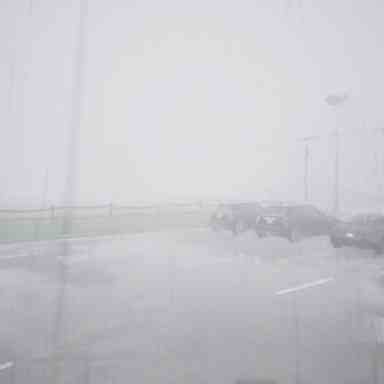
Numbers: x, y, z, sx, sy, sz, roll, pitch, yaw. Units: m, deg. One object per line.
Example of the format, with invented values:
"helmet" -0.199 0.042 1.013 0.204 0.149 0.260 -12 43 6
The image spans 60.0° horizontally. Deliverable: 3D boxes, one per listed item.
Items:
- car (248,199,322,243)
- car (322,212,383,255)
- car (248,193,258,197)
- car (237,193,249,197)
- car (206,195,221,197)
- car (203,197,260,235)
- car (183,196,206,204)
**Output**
"car" 5.239 1.346 16.152 4.553 1.767 2.097 0 0 -35
"car" 7.484 1.559 13.453 4.181 1.385 1.994 0 0 -35
"car" 11.898 1.206 70.874 2.150 2.045 5.566 0 0 -36
"car" 9.067 1.535 68.816 1.994 1.385 4.181 0 0 -36
"car" 3.015 1.549 65.183 1.994 1.385 4.181 0 0 -35
"car" 3.206 1.346 19.002 4.553 1.767 2.097 0 0 -35
"car" -0.034 1.513 63.411 1.812 1.442 4.674 0 0 -36
